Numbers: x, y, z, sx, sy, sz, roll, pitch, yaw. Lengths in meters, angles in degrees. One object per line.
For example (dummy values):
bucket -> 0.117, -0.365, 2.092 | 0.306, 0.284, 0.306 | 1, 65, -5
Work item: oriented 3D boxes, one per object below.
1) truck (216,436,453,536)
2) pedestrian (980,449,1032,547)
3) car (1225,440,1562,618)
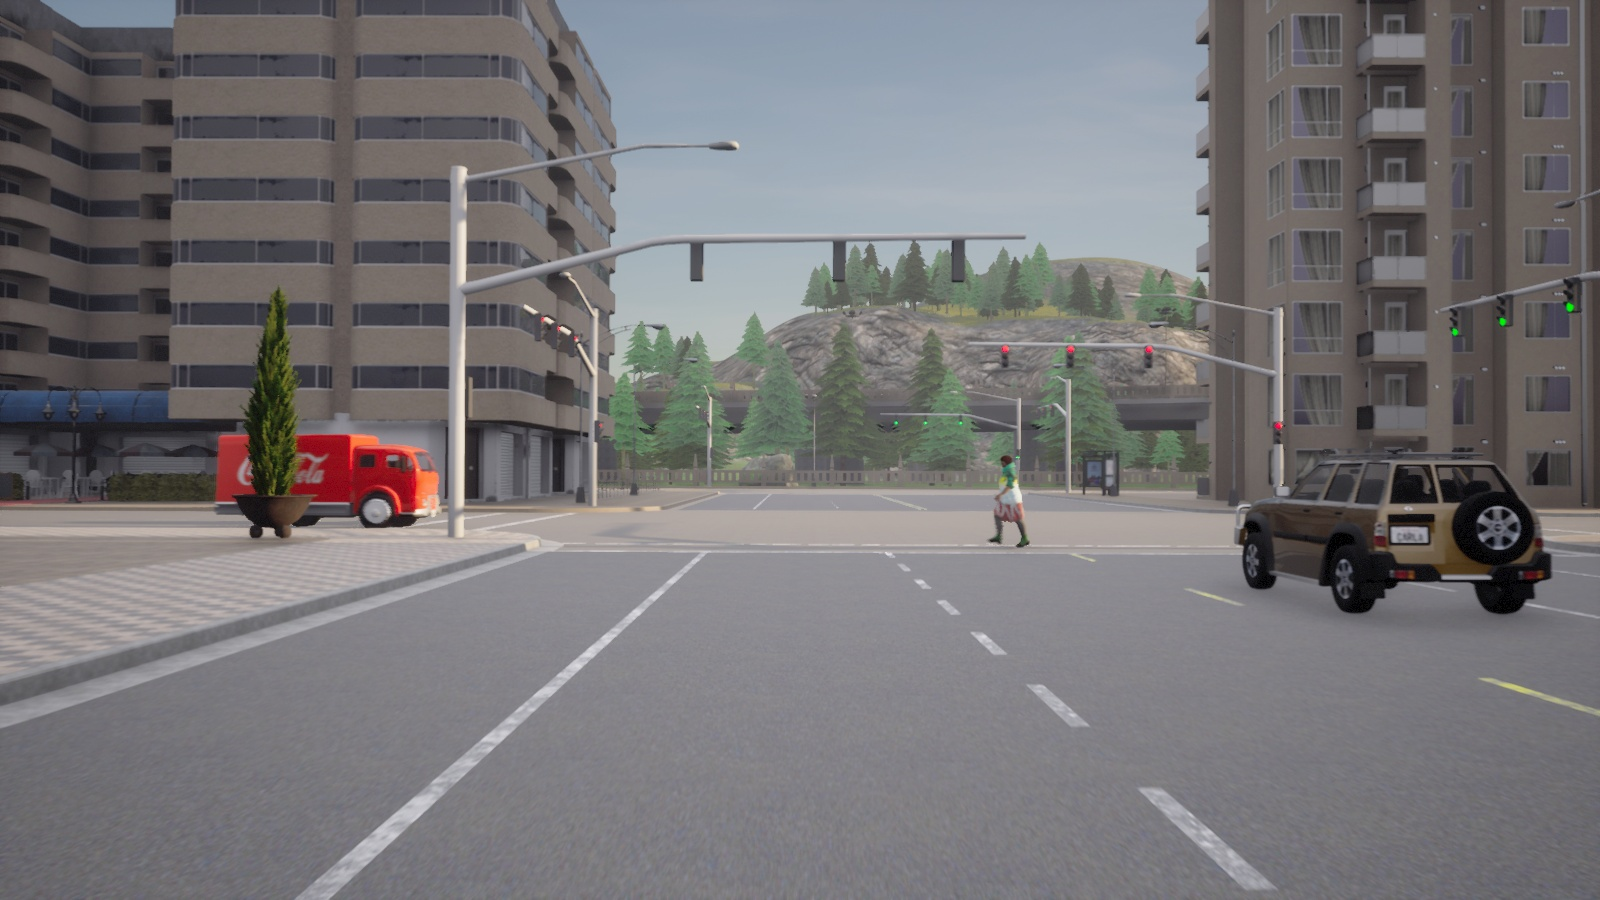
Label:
truck -> -12.059, 0.929, 32.839 | 5.204, 2.467, 2.627 | 0, -1, 0
pedestrian -> 4.161, 0.961, 25.371 | 0.873, 1.952, 0.659 | 0, -1, -6
car -> 6.962, 0.861, 15.388 | 1.932, 1.855, 4.605 | 0, -1, 0
